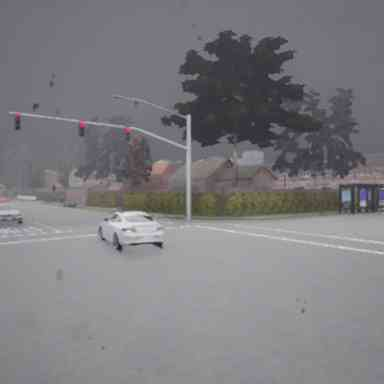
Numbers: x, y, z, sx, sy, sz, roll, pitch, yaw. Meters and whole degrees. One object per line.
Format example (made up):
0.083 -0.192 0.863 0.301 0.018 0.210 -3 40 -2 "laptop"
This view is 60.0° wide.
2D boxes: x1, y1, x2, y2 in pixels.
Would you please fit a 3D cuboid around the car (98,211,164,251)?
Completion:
-2.628 1.514 14.067 1.812 1.442 4.674 0 0 -26 "car"

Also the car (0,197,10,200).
-18.907 1.485 31.468 2.128 1.511 4.902 0 0 -36 "car"

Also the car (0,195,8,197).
-31.332 1.337 54.898 2.097 1.767 4.553 0 0 -36 "car"

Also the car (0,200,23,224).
-13.503 1.519 24.028 1.812 1.442 4.674 0 0 -36 "car"
